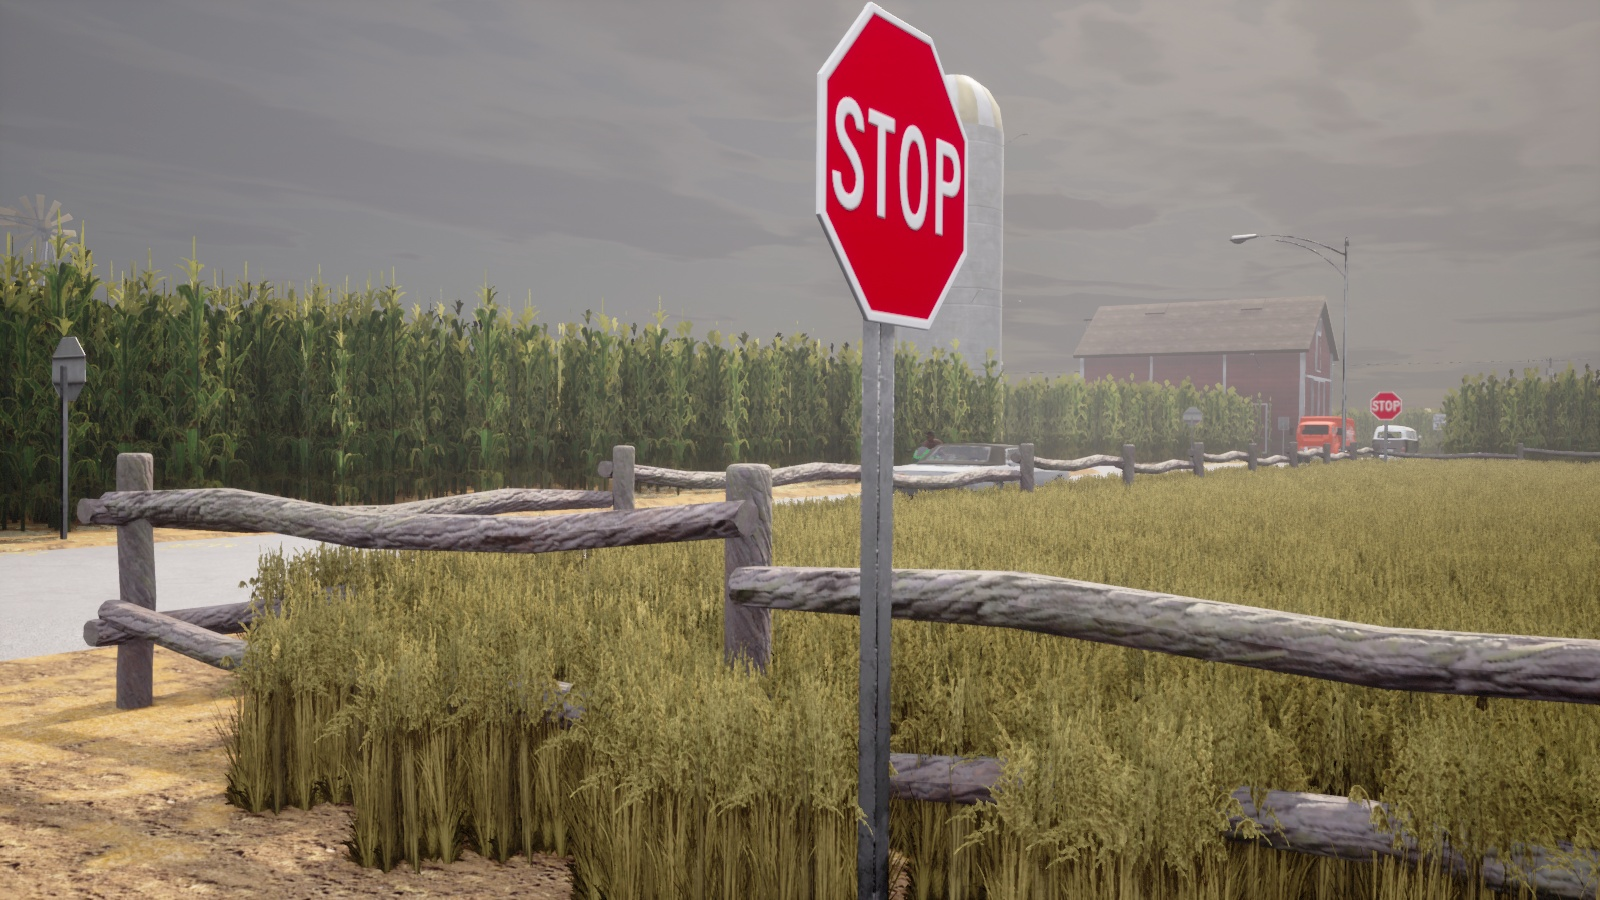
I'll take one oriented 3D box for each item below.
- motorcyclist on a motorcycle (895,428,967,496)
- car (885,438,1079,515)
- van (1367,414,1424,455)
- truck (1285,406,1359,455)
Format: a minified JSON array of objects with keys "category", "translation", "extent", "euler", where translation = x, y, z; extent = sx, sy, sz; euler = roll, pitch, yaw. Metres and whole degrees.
[{"category":"motorcyclist on a motorcycle","translation":[3.080,0.261,29.266],"extent":[0.797,1.523,2.044],"euler":[0,1,34]},{"category":"car","translation":[3.673,0.452,24.565],"extent":[1.895,1.301,4.718],"euler":[0,1,34]},{"category":"van","translation":[31.420,-0.802,66.215],"extent":[2.069,2.038,4.480],"euler":[0,0,34]},{"category":"truck","translation":[27.391,-0.997,65.758],"extent":[2.627,2.467,5.204],"euler":[0,0,34]}]
